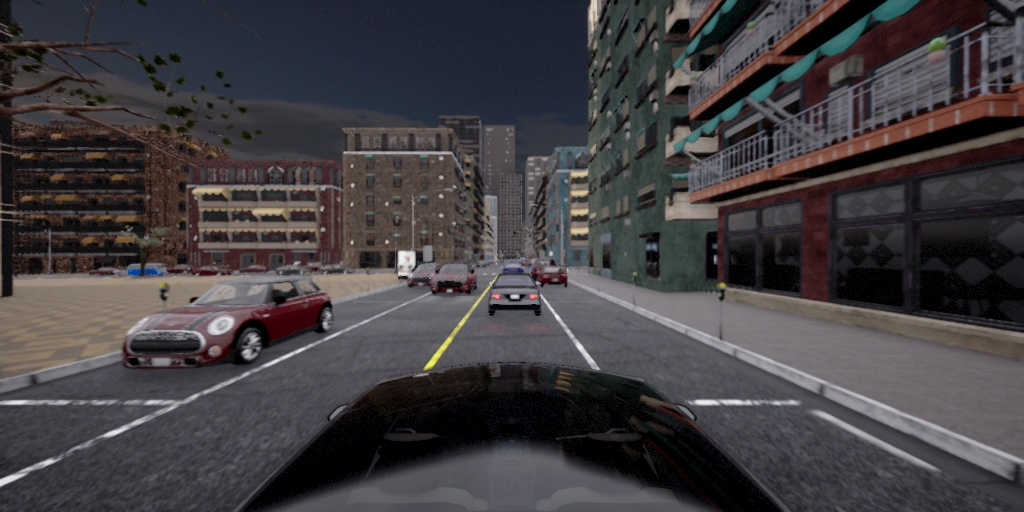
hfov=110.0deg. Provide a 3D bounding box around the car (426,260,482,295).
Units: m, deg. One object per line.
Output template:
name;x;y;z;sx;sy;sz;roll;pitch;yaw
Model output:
car;-3.103;1.143;20.075;2.097;1.767;4.553;0;0;0

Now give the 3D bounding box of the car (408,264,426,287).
car;-5.700;1.241;24.398;1.967;1.591;4.097;0;0;0

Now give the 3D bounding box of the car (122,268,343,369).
car;-5.694;1.202;7.816;1.967;1.591;4.097;0;0;0

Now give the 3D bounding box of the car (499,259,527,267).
car;0.086;1.296;30.783;1.882;1.535;5.008;0;0;0

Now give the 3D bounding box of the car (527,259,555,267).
car;2.679;1.131;29.928;2.192;1.841;5.009;0;0;0

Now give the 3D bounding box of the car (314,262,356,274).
car;-22.410;1.743;46.215;4.403;1.370;2.007;0;0;0

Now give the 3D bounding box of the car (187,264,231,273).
car;-38.409;1.968;46.139;4.507;1.381;1.888;0;0;0

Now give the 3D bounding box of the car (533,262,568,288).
car;2.681;1.347;24.400;1.888;1.381;4.507;0;0;0

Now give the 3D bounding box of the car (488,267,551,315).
car;0.092;1.323;13.677;2.033;1.411;5.357;0;0;0

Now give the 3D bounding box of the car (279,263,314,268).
car;-27.980;1.823;46.173;4.403;1.370;2.007;0;0;0
